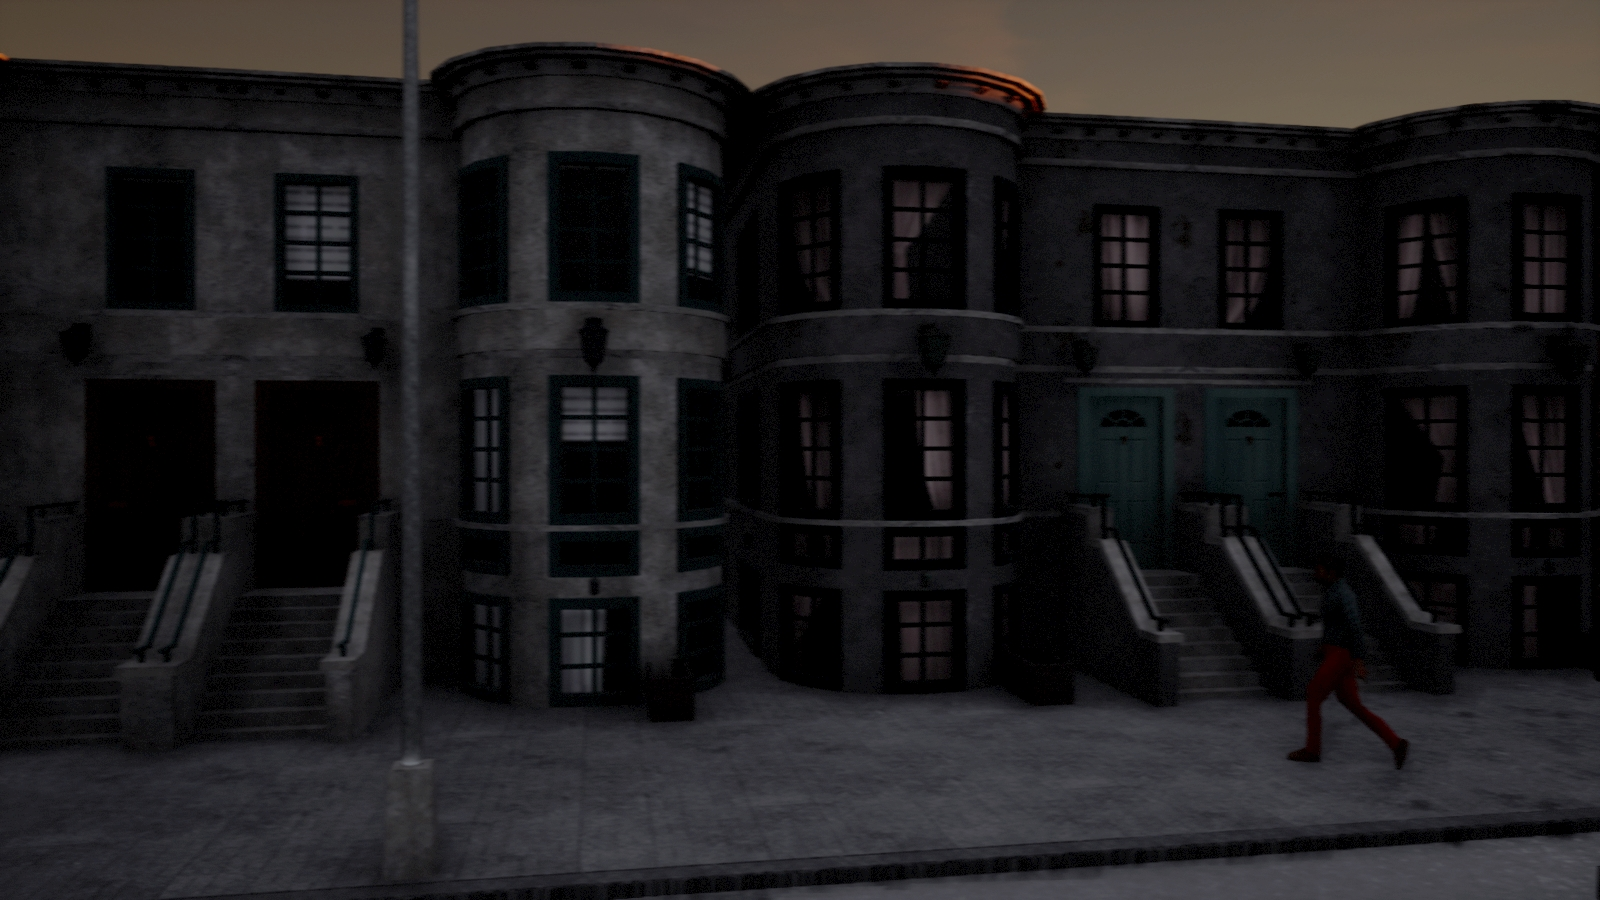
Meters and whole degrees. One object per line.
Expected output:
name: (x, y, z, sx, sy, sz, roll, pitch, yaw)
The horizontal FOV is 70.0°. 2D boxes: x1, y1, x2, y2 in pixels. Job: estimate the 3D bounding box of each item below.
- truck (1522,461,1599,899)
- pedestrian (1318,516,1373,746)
truck: (6.898, 1.341, 5.902, 5.204, 2.467, 2.627, 1, 0, -18)
pedestrian: (4.588, 1.499, 9.623, 0.375, 1.860, 0.375, 0, 0, 18)
